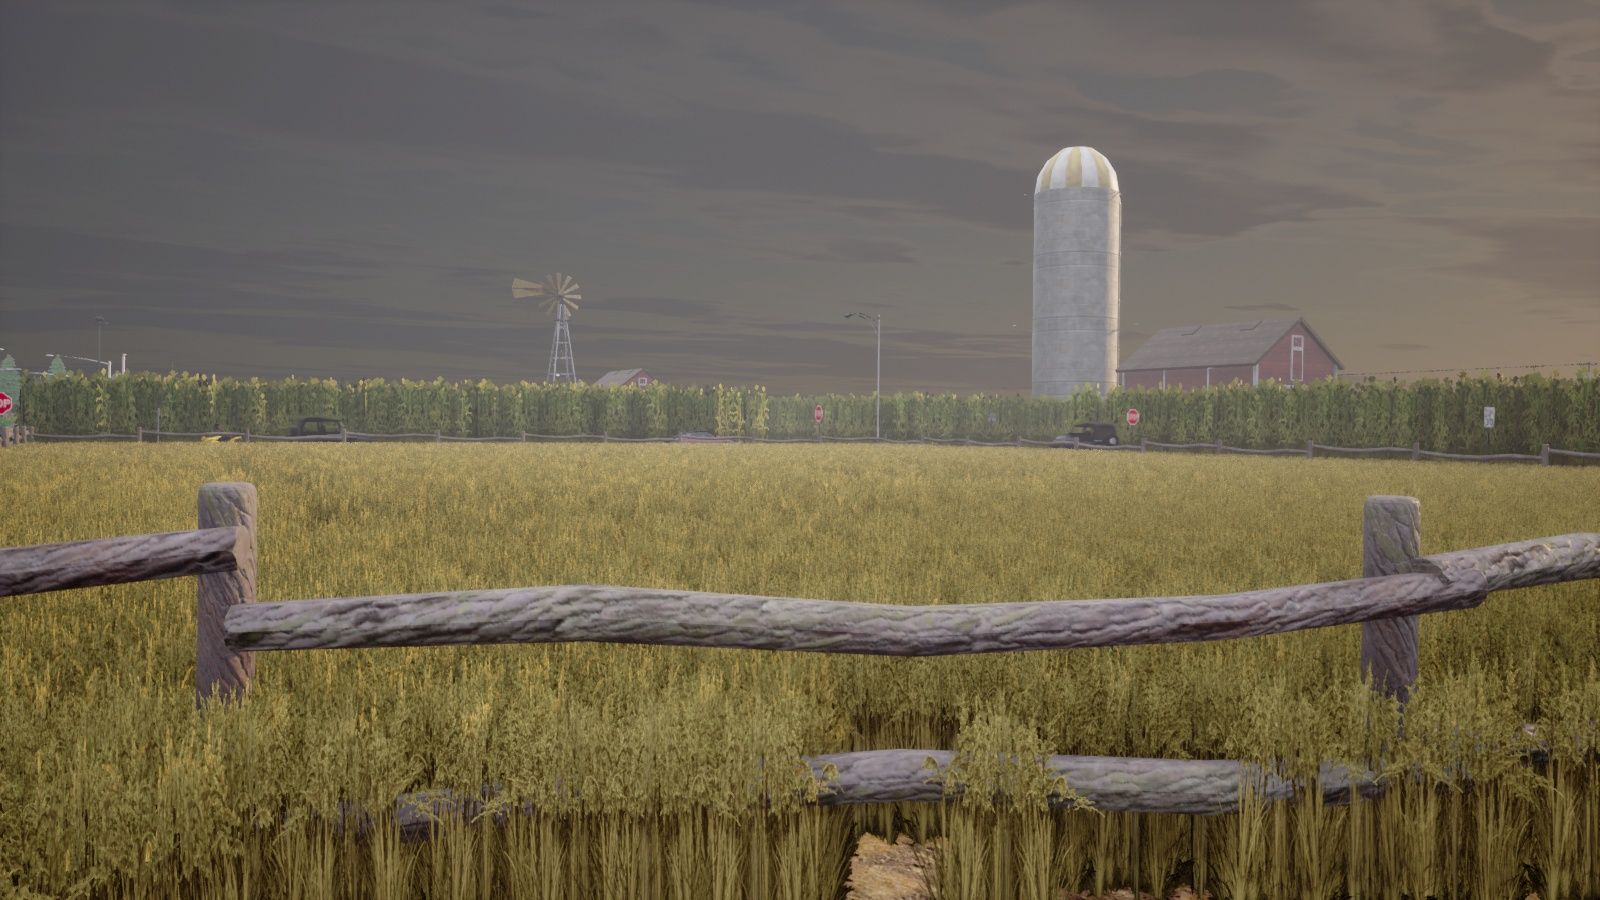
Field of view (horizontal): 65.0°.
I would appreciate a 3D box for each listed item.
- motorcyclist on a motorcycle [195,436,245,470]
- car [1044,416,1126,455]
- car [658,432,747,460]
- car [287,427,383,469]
[{"bbox_3d":[-26.984,0.122,58.385,2.044,1.523,0.797,-1,1,-28],"label":"motorcyclist on a motorcycle"},{"bbox_3d":[14.066,-0.743,62.134,1.905,1.878,3.866,-1,2,-27],"label":"car"},{"bbox_3d":[-5.139,-0.231,66.330,4.181,1.385,1.994,-2,1,-27],"label":"car"},{"bbox_3d":[-21.402,-0.116,57.808,3.866,1.878,1.905,-1,1,-28],"label":"car"}]
